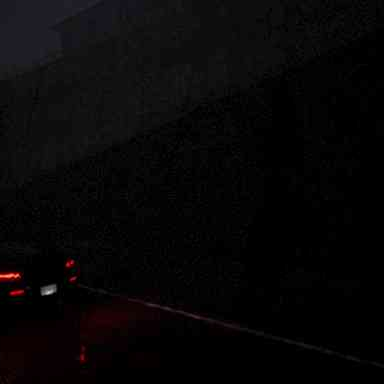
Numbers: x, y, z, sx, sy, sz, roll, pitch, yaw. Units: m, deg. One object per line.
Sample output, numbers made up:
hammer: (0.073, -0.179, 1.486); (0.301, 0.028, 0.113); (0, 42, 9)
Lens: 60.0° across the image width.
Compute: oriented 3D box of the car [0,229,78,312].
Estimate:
car: (-4.358, 1.522, 7.099); (4.674, 1.442, 1.812); (0, 0, 35)
